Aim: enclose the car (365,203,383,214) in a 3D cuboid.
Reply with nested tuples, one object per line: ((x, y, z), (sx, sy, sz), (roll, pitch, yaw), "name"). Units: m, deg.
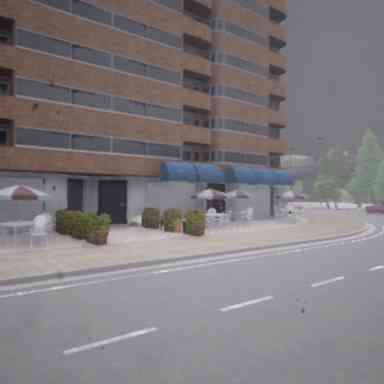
((23.556, 2.068, 41.261), (1.994, 1.385, 4.181), (0, -1, -13), "car")
